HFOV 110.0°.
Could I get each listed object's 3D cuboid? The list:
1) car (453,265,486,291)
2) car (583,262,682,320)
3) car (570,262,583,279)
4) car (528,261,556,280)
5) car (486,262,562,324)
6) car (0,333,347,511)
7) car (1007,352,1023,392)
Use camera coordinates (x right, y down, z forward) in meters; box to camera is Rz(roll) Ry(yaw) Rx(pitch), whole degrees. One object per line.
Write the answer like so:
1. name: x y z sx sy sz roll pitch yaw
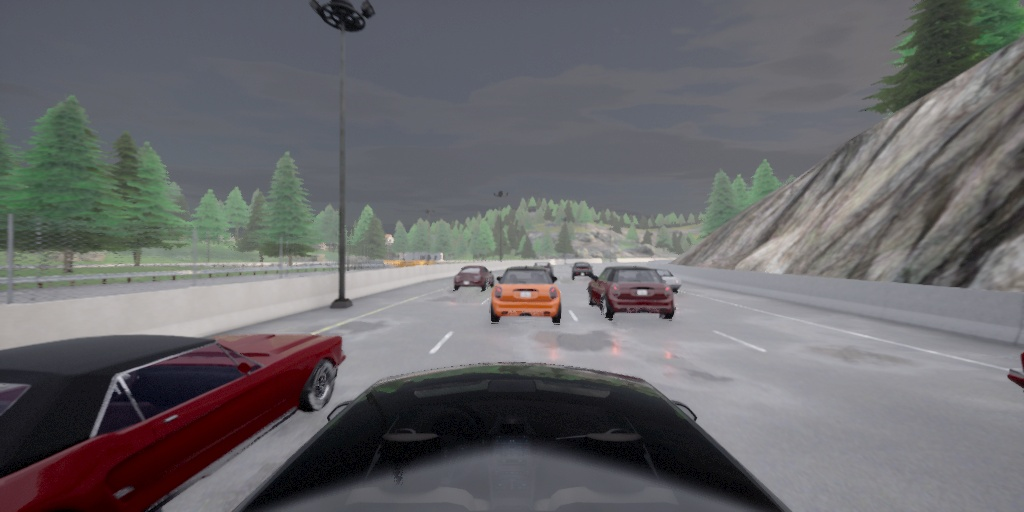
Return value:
1. car: -2.231 1.283 21.677 1.812 1.442 4.674 0 0 6
2. car: 4.044 1.120 12.925 2.097 1.767 4.553 0 0 3
3. car: 6.399 1.292 32.830 1.837 1.490 4.892 0 0 10
4. car: 2.804 1.269 32.550 2.128 1.511 4.902 0 0 9
5. car: 0.501 1.110 12.277 2.097 1.767 4.553 0 0 3
6. car: -3.351 1.343 3.109 1.895 1.301 4.718 0 0 1
7. car: 7.139 1.370 2.287 1.895 1.301 4.718 0 0 0
